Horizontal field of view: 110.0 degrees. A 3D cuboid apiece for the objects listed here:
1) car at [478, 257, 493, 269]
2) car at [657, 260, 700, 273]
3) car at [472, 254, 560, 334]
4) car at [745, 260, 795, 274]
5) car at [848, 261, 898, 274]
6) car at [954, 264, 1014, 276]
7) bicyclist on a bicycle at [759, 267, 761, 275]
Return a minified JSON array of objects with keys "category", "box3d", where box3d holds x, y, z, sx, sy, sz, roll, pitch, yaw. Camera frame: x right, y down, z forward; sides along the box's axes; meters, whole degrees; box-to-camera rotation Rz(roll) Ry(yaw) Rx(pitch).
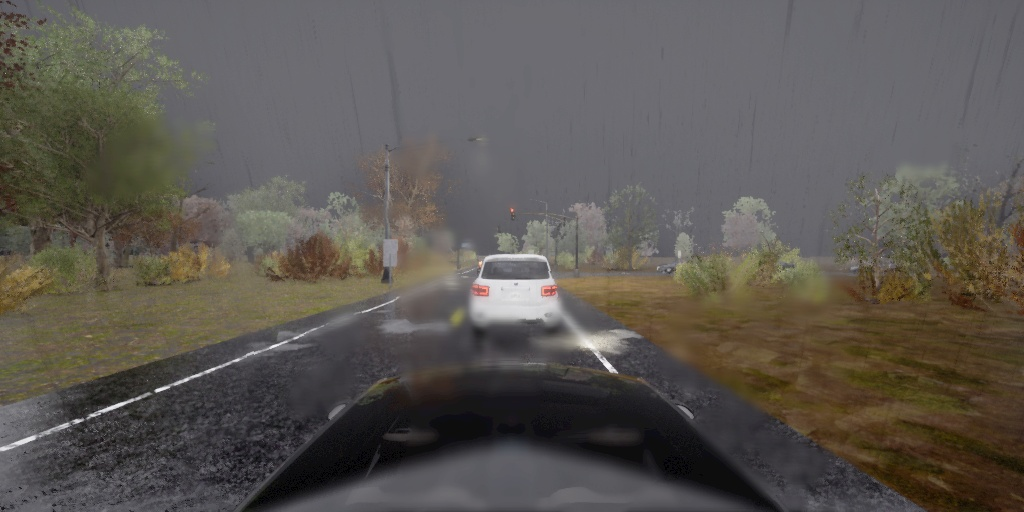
[{"category":"car","box3d":[-4.205,1.104,57.563,2.097,1.767,4.553,0,0,-2]},{"category":"car","box3d":[19.370,1.255,41.609,4.902,1.511,2.128,0,0,1]},{"category":"car","box3d":[0.088,0.971,10.744,2.150,2.045,5.566,0,0,0]},{"category":"car","box3d":[29.726,1.247,41.372,5.008,1.535,1.882,0,0,2]},{"category":"car","box3d":[41.287,1.270,40.802,4.902,1.511,2.128,0,0,4]},{"category":"car","box3d":[49.073,1.279,37.107,4.902,1.511,2.128,0,0,5]},{"category":"bicyclist on a bicycle","box3d":[24.018,1.223,35.229,0.582,1.620,1.656,0,0,1]}]
